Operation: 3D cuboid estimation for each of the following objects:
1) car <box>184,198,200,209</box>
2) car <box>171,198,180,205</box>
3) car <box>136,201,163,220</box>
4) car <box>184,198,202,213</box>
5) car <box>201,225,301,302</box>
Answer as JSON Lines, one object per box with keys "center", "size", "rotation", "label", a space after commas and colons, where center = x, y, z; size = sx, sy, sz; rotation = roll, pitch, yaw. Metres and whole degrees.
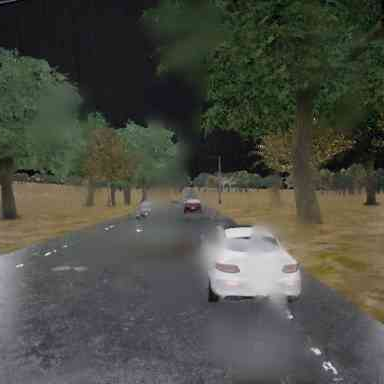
{"center": [0.041, 1.586, 46.813], "size": [2.128, 1.511, 4.902], "rotation": [0, -1, 0], "label": "car"}
{"center": [-3.440, 1.990, 70.381], "size": [1.895, 1.301, 4.718], "rotation": [0, -1, 0], "label": "car"}
{"center": [-3.576, 1.524, 28.462], "size": [1.837, 1.490, 4.892], "rotation": [0, 0, 0], "label": "car"}
{"center": [0.114, 1.506, 36.749], "size": [1.882, 1.535, 5.008], "rotation": [0, 0, 0], "label": "car"}
{"center": [1.232, 1.530, 8.149], "size": [1.812, 1.442, 4.674], "rotation": [0, 0, 0], "label": "car"}
